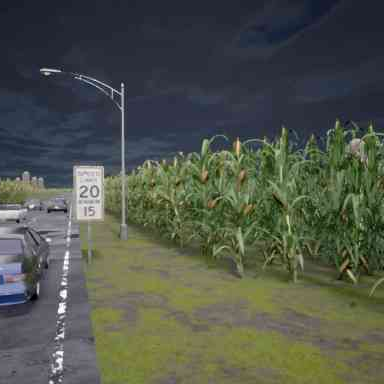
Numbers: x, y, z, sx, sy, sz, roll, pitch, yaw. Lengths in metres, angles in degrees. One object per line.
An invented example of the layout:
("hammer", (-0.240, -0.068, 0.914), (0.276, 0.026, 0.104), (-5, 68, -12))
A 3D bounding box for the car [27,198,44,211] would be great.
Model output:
("car", (-18.877, 1.488, 39.794), (2.128, 1.511, 4.902), (0, 0, -20))

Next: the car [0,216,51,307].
("car", (-4.506, 1.548, 7.909), (2.033, 1.411, 5.357), (0, 0, -20))

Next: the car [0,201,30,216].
("car", (-13.590, 1.614, 24.790), (1.895, 1.301, 4.718), (0, 0, -20))

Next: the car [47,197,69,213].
("car", (-14.656, 1.542, 36.339), (1.994, 1.385, 4.181), (0, 0, -19))

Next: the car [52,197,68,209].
("car", (-18.102, 1.469, 45.788), (1.837, 1.490, 4.892), (0, 0, -20))
